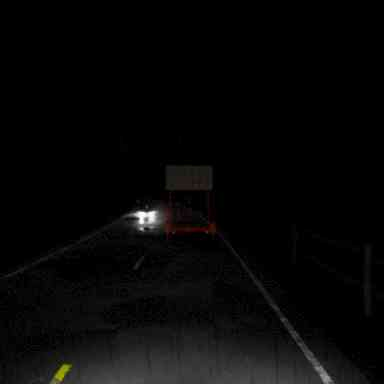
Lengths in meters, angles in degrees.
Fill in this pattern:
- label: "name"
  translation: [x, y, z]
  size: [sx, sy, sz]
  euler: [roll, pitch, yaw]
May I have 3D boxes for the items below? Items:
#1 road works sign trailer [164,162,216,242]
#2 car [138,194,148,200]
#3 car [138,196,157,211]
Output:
- label: "road works sign trailer"
  translation: [-0.129, 0.386, 15.855]
  size: [2.380, 3.560, 2.880]
  euler: [0, 0, -3]
- label: "car"
  translation: [-11.398, 1.107, 76.916]
  size: [1.895, 1.301, 4.718]
  euler: [0, 0, -13]
- label: "car"
  translation: [-4.904, 1.310, 36.836]
  size: [2.128, 1.511, 4.902]
  euler: [0, 0, -6]
